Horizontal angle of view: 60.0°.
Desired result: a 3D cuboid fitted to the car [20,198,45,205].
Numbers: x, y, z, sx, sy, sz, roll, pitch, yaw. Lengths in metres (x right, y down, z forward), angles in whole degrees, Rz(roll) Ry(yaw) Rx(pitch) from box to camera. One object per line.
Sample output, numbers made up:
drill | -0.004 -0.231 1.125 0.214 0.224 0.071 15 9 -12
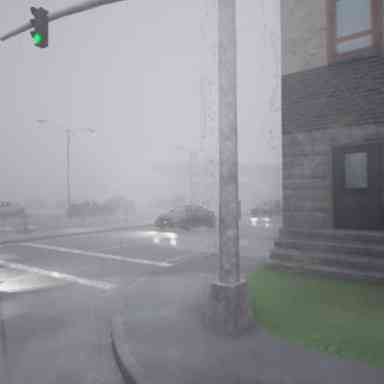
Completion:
car | -35.379 2.089 73.802 2.007 1.523 4.514 -1 0 35

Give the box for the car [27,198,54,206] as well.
car | -32.794 2.047 72.025 2.152 1.636 5.027 -1 0 35

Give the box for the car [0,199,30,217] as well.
car | -16.985 1.564 29.466 1.970 1.475 3.806 -1 0 35

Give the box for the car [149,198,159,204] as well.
car | -4.865 1.728 52.190 1.970 1.475 3.806 -1 0 35

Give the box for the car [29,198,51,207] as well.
car | -27.600 1.915 58.902 1.845 1.501 3.633 -1 0 35

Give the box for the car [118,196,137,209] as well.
car | -9.757 1.463 45.263 1.932 1.855 4.605 -1 0 35

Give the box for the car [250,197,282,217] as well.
car | 7.303 1.493 30.793 2.033 1.411 5.357 -1 0 35

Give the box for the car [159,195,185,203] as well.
car | -2.515 1.410 49.765 1.905 1.878 3.866 -1 0 35

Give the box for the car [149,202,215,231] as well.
car | -0.345 1.510 20.126 1.994 1.385 4.181 -1 0 36

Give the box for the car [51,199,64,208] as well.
car | -19.487 1.791 53.069 2.007 1.523 4.514 -1 0 35

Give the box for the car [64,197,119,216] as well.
car | -9.911 1.592 33.081 2.007 1.523 4.514 -1 0 35
